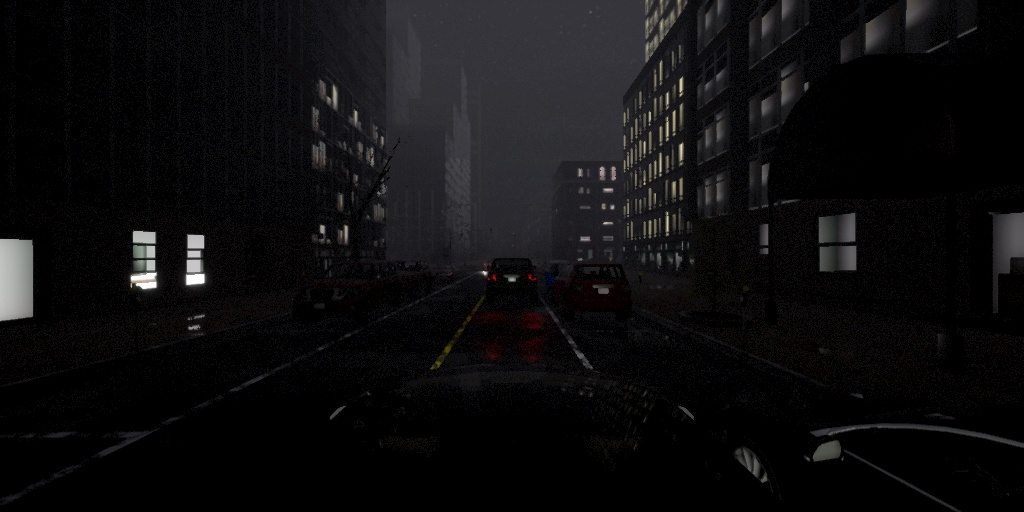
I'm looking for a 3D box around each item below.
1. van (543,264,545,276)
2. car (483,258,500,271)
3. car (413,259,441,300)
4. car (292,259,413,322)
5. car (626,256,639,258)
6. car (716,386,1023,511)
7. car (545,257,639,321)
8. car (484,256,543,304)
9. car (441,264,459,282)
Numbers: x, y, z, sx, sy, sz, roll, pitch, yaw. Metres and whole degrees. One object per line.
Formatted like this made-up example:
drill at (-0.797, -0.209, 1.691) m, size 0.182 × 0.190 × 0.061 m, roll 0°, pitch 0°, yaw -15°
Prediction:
van at (2.565, 1.089, 17.982) m, size 1.690 × 1.789 × 3.998 m, roll 0°, pitch 0°, yaw 0°
car at (-2.750, 1.158, 49.530) m, size 2.097 × 1.767 × 4.553 m, roll 0°, pitch 0°, yaw 0°
car at (-5.315, 1.063, 17.982) m, size 2.192 × 1.841 × 5.009 m, roll 0°, pitch 0°, yaw 0°
car at (-5.315, 1.063, 12.423) m, size 2.192 × 1.841 × 5.009 m, roll 0°, pitch 0°, yaw 0°
car at (21.088, 1.022, 57.212) m, size 4.507 × 1.381 × 1.888 m, roll 0°, pitch 0°, yaw -1°
car at (2.565, 1.299, 1.306) m, size 2.007 × 1.370 × 4.403 m, roll 0°, pitch 0°, yaw 0°
car at (2.565, 1.063, 12.423) m, size 2.192 × 1.841 × 5.009 m, roll 0°, pitch 0°, yaw 0°
car at (0.000, 1.007, 16.530) m, size 2.150 × 2.045 × 5.566 m, roll 0°, pitch 0°, yaw 0°
car at (-5.315, 1.331, 29.099) m, size 1.802 × 1.307 × 4.207 m, roll 0°, pitch 0°, yaw 0°
